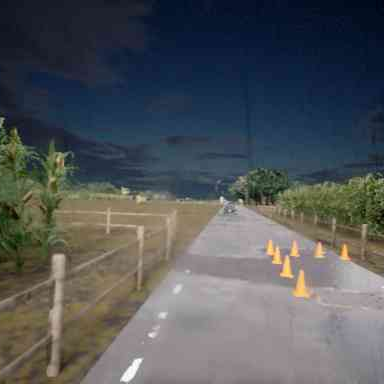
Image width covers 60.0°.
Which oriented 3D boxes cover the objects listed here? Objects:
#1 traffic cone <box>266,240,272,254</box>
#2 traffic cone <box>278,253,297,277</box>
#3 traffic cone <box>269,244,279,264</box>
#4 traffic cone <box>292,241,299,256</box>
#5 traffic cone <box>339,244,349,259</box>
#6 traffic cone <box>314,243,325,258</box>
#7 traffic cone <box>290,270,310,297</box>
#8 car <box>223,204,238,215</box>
[{"bbox_3d":[3.303,2.299,14.011,0.340,0.580,0.340,3,-1,6],"label":"traffic cone"},{"bbox_3d":[2.863,2.225,10.036,0.340,0.580,0.340,3,-1,6],"label":"traffic cone"},{"bbox_3d":[3.083,2.262,12.024,0.340,0.580,0.340,3,-1,6],"label":"traffic cone"},{"bbox_3d":[4.295,2.348,13.900,0.340,0.580,0.340,3,-1,6],"label":"traffic cone"},{"bbox_3d":[6.279,2.444,13.679,0.340,0.580,0.340,2,-1,6],"label":"traffic cone"},{"bbox_3d":[5.288,2.396,13.790,0.340,0.580,0.340,3,-1,6],"label":"traffic cone"},{"bbox_3d":[2.643,2.188,8.048,0.340,0.580,0.340,3,-1,6],"label":"traffic cone"},{"bbox_3d":[5.586,2.496,48.823,1.837,1.490,4.892,3,-1,6],"label":"car"}]
